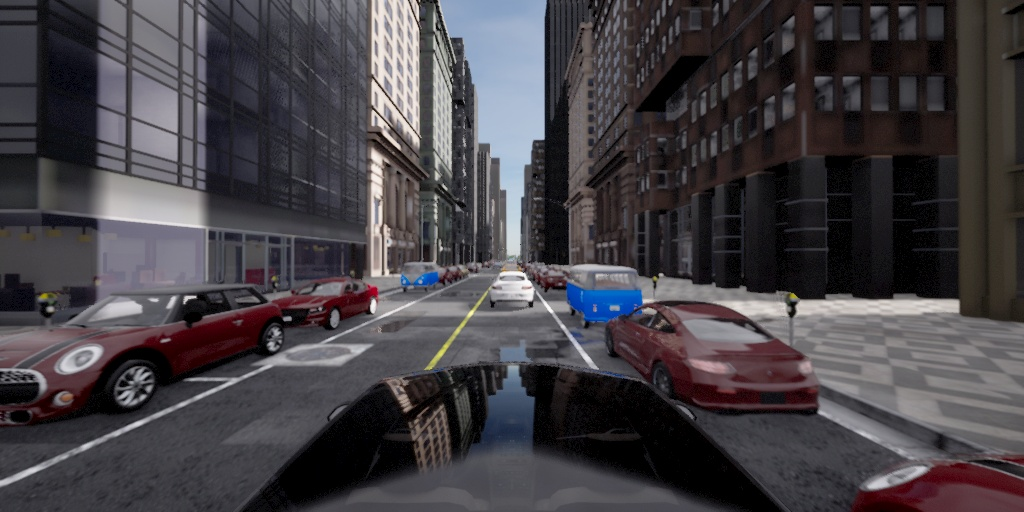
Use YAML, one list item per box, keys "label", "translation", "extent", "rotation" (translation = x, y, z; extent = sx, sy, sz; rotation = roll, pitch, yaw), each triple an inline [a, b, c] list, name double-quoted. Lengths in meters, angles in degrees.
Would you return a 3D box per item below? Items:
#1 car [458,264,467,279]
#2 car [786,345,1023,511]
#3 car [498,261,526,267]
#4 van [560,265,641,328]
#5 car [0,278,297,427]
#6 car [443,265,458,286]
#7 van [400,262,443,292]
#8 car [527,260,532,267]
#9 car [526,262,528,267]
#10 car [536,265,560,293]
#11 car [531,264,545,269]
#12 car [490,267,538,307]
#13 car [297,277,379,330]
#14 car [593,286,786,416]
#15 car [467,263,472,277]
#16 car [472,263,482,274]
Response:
- label: "car"
  translation: [-5.773, 1.598, 33.856]
  extent: [1.888, 1.381, 4.507]
  rotation: [0, 0, 0]
- label: "car"
  translation: [2.763, 1.176, 0.258]
  extent: [1.967, 1.591, 4.097]
  rotation: [0, 0, 0]
- label: "car"
  translation: [-0.002, 1.507, 31.328]
  extent: [1.882, 1.535, 5.008]
  rotation: [0, 0, 0]
- label: "van"
  translation: [2.760, 1.182, 11.461]
  extent: [1.690, 1.789, 3.998]
  rotation: [0, 0, 0]
- label: "car"
  translation: [-5.764, 1.229, 5.847]
  extent: [1.967, 1.591, 4.097]
  rotation: [0, 0, 0]
- label: "car"
  translation: [-5.771, 1.545, 28.254]
  extent: [1.888, 1.381, 4.507]
  rotation: [0, 0, 0]
- label: "van"
  translation: [-5.769, 1.288, 22.653]
  extent: [1.690, 1.789, 3.998]
  rotation: [0, 0, 0]
- label: "car"
  translation: [2.752, 1.493, 33.867]
  extent: [1.967, 1.591, 4.097]
  rotation: [0, 0, 0]
- label: "car"
  translation: [2.750, 1.631, 39.639]
  extent: [1.751, 1.417, 4.829]
  rotation: [0, 0, 0]
- label: "car"
  translation: [2.756, 1.492, 22.664]
  extent: [1.888, 1.381, 4.507]
  rotation: [0, 0, 0]
- label: "car"
  translation: [2.754, 1.545, 28.266]
  extent: [1.888, 1.381, 4.507]
  rotation: [0, 0, 0]
- label: "car"
  translation: [0.002, 1.412, 16.237]
  extent: [1.812, 1.442, 4.674]
  rotation: [0, 0, 0]
- label: "car"
  translation: [-5.766, 1.387, 11.448]
  extent: [1.888, 1.381, 4.507]
  rotation: [0, 0, 0]
- label: "car"
  translation: [2.761, 1.371, 5.860]
  extent: [1.802, 1.307, 4.207]
  rotation: [0, 0, 0]
- label: "car"
  translation: [-5.775, 1.632, 39.288]
  extent: [1.751, 1.417, 4.829]
  rotation: [0, 0, 0]
- label: "car"
  translation: [-5.779, 1.652, 50.662]
  extent: [1.967, 1.591, 4.097]
  rotation: [0, 0, 0]
